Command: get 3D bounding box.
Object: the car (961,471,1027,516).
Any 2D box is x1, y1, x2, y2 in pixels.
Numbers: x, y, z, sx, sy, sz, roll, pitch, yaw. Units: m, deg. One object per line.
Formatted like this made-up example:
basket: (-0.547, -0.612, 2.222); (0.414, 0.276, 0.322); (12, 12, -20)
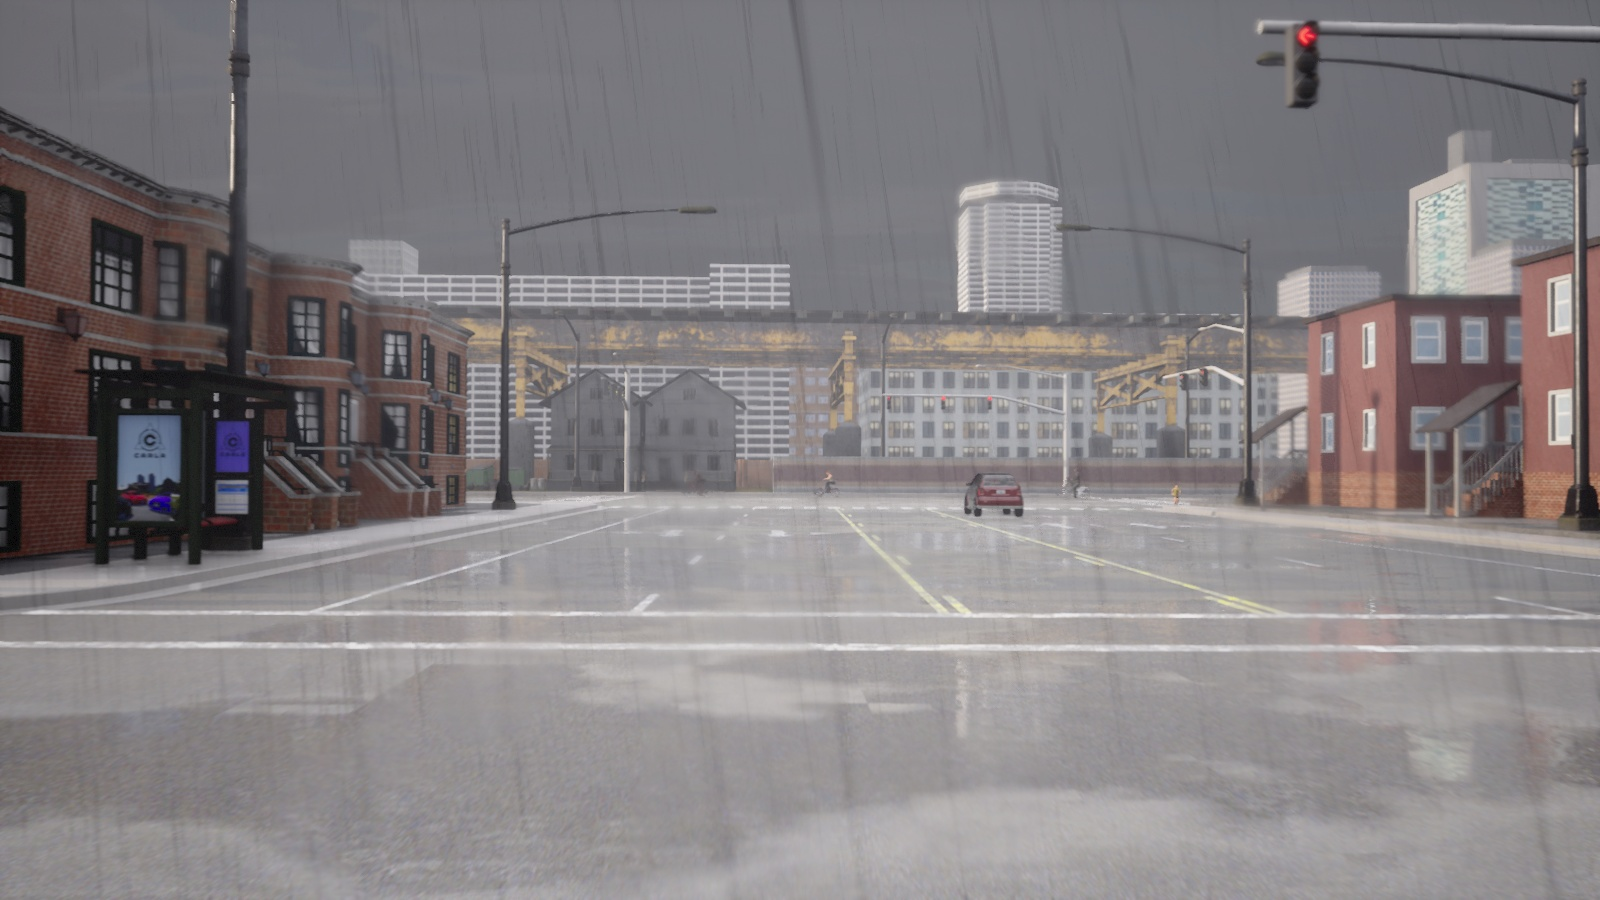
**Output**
car: (6.890, 1.518, 44.951); (1.789, 1.549, 3.705); (0, -1, 0)
